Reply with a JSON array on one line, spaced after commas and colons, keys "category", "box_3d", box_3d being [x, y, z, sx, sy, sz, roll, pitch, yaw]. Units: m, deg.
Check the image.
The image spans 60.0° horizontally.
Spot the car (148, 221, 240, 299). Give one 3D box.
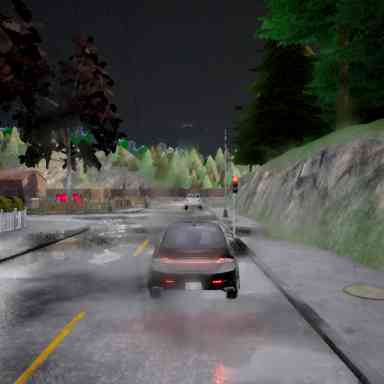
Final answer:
[{"category": "car", "box_3d": [0.054, 1.492, 8.458, 2.128, 1.511, 4.902, 0, 0, 1]}]

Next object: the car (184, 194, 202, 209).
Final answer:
[{"category": "car", "box_3d": [0.159, 1.221, 46.174, 2.150, 2.045, 5.566, 0, 0, 0]}]
